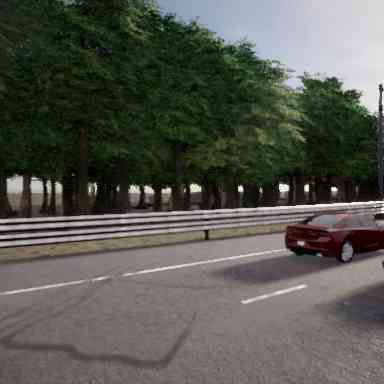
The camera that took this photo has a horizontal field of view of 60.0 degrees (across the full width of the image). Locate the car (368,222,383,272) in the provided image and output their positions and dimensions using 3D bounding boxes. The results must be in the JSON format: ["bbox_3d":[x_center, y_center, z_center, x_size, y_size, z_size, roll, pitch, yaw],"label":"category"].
[{"bbox_3d":[7.119,1.523,8.829,5.357,1.411,2.033,0,0,-36],"label":"car"}]

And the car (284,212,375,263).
[{"bbox_3d":[5.458,1.451,11.941,5.008,1.535,1.882,0,0,-36],"label":"car"}]
